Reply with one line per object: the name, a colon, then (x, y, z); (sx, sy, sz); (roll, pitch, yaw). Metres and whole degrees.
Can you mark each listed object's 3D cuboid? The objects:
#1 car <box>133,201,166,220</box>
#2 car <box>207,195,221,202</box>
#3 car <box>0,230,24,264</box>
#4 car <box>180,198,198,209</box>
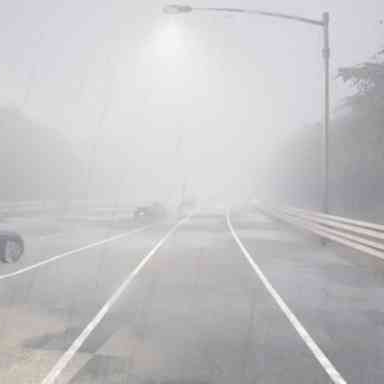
car: (-3.505, 1.511, 28.047); (1.812, 1.442, 4.674); (0, 0, 10)
car: (4.601, 1.429, 74.502); (2.128, 1.511, 4.902); (0, 0, 10)
car: (-6.797, 1.517, 9.218); (2.128, 1.511, 4.902); (0, 0, 10)
car: (-0.407, 1.484, 45.788); (1.812, 1.442, 4.674); (0, 0, 10)
